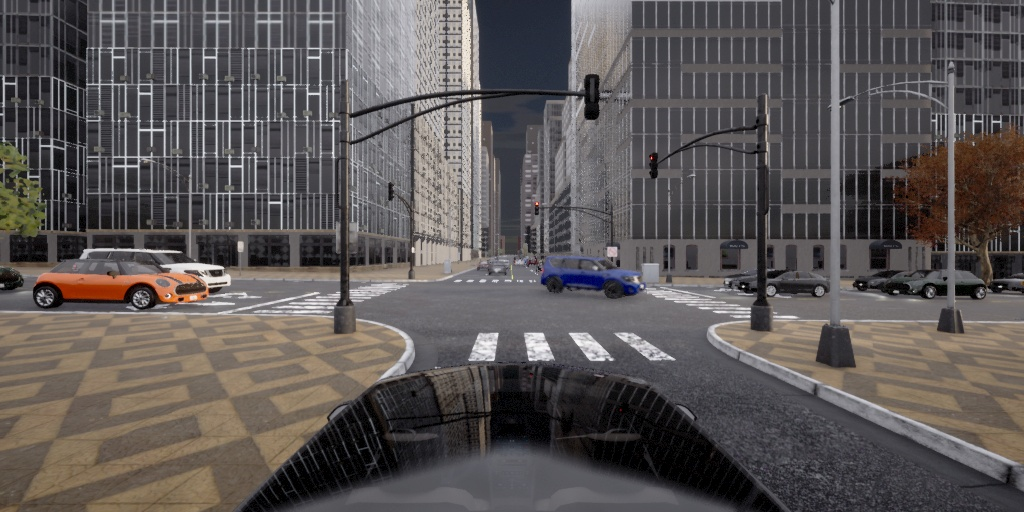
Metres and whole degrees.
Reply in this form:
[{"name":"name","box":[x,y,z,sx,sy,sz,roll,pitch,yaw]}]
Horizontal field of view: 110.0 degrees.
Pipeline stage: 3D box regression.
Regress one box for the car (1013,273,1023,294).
[{"name":"car","box":[34.566,1.943,21.749,5.357,1.411,2.033,1,0,-2]}]

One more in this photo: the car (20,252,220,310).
[{"name":"car","box":[-13.726,0.876,12.839,4.553,1.767,2.097,1,0,-3]}]

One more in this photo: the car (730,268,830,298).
[{"name":"car","box":[15.810,1.564,20.910,4.892,1.490,1.837,1,0,-4]}]

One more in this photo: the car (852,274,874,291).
[{"name":"car","box":[26.284,1.751,24.629,4.892,1.490,1.837,1,0,-3]}]

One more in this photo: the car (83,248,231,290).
[{"name":"car","box":[-15.927,0.704,15.992,5.566,2.045,2.150,1,0,-3]}]

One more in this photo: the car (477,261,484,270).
[{"name":"car","box":[-3.995,1.343,50.815,1.802,1.307,4.207,0,0,0]}]

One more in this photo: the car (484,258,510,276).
[{"name":"car","box":[-1.481,1.258,37.568,2.128,1.511,4.902,0,0,0]}]

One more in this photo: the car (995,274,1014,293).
[{"name":"car","box":[36.442,1.933,25.085,4.892,1.490,1.837,1,0,-2]}]

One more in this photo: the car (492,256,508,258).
[{"name":"car","box":[-1.541,0.979,55.164,2.150,2.045,5.566,0,0,0]}]

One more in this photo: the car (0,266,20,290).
[{"name":"car","box":[-24.621,0.675,15.599,4.553,1.767,2.097,1,0,-2]}]

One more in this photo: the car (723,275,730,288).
[{"name":"car","box":[16.899,1.569,24.202,4.902,1.511,2.128,1,0,-3]}]

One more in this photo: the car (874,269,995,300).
[{"name":"car","box":[24.981,1.576,21.316,4.553,1.767,2.097,1,0,-3]}]

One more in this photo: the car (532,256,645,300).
[{"name":"car","box":[4.112,1.046,19.128,5.566,2.045,2.150,2,2,38]}]

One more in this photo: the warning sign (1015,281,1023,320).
[{"name":"warning sign","box":[17.280,1.204,11.506,1.060,1.860,1.300,0,0,-3]}]
